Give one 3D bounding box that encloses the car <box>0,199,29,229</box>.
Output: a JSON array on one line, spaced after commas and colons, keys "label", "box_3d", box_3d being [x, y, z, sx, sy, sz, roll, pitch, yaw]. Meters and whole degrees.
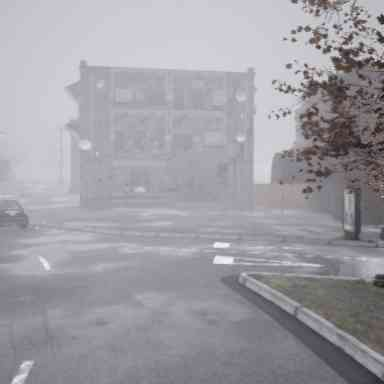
[{"label": "car", "box_3d": [-11.234, 1.168, 18.502, 4.553, 1.767, 2.097, 0, 1, 30]}]
